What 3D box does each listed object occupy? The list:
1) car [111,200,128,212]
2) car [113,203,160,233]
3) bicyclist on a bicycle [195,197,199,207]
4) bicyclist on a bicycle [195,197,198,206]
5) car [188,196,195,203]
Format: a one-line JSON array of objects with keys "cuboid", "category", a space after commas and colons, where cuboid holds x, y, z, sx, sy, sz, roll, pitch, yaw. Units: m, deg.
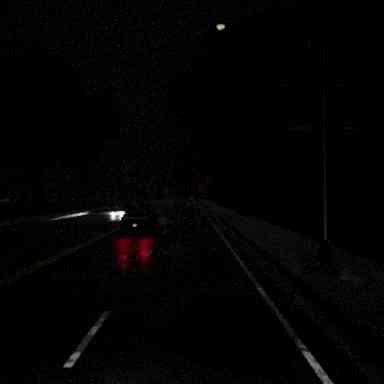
[{"cuboid": [-9.843, 1.879, 45.892, 2.128, 1.511, 4.902, 0, -1, 0], "category": "car"}, {"cuboid": [-3.156, 1.661, 20.803, 2.128, 1.511, 4.902, 0, 0, 0], "category": "car"}, {"cuboid": [0.878, 1.894, 61.120, 0.659, 1.776, 1.843, 0, 0, 0], "category": "bicyclist on a bicycle"}, {"cuboid": [0.876, 1.974, 70.122, 0.659, 1.776, 1.843, 0, 0, 0], "category": "bicyclist on a bicycle"}, {"cuboid": [-0.022, 2.135, 88.731, 1.812, 1.442, 4.674, 0, 0, 0], "category": "car"}]
